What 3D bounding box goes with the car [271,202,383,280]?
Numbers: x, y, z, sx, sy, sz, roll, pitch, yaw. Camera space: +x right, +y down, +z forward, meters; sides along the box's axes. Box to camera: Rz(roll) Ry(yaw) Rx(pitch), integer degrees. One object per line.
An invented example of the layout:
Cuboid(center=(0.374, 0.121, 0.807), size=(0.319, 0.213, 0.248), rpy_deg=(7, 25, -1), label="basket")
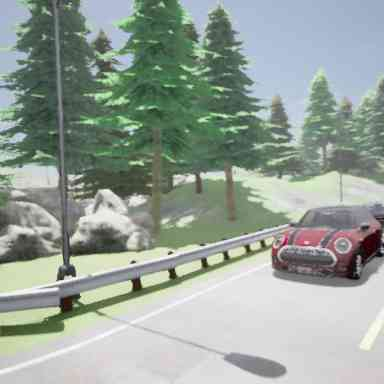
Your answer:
Cuboid(center=(4.083, 1.220, 9.709), size=(2.097, 1.767, 4.553), rpy_deg=(-2, 0, 39), label="car")
